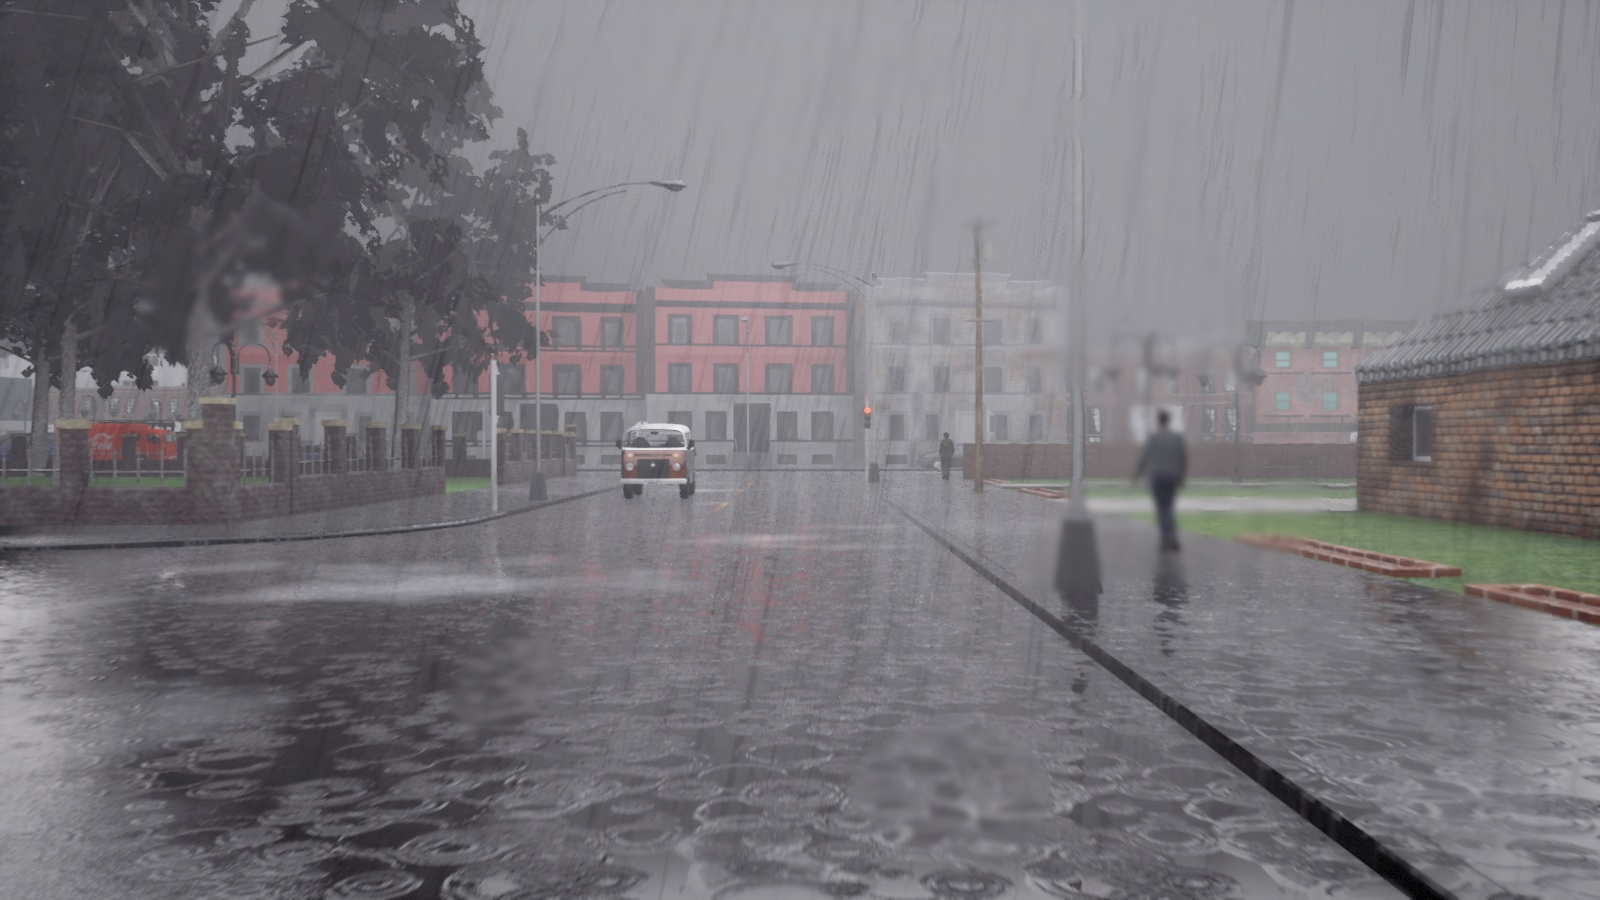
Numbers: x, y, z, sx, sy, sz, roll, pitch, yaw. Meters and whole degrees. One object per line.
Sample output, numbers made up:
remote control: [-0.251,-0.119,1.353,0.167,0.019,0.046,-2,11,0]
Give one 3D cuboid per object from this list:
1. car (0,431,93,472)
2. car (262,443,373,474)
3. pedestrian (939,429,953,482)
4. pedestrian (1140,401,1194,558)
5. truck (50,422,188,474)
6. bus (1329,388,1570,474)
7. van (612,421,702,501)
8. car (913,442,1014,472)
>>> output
car: [-39.746,0.062,64.604,5.566,2.045,2.150,0,0,0]
car: [-23.226,0.406,60.538,4.674,1.442,1.812,0,0,1]
pedestrian: [5.383,0.194,46.257,0.395,1.930,0.692,0,0,-2]
pedestrian: [4.639,0.362,15.900,0.423,1.949,0.788,0,0,-2]
truck: [-32.767,-0.115,60.569,5.204,2.467,2.627,0,0,0]
bus: [33.017,-0.973,64.237,10.273,4.253,3.944,0,0,0]
van: [-3.859,0.268,34.532,2.069,2.038,4.480,0,0,-1]
car: [8.320,0.339,64.365,4.902,1.511,2.128,0,0,0]
